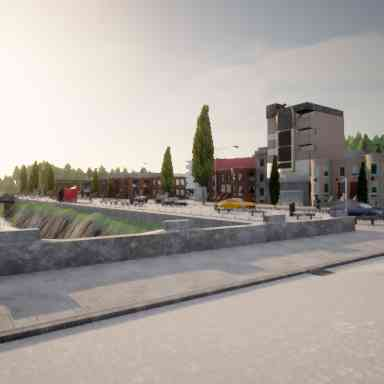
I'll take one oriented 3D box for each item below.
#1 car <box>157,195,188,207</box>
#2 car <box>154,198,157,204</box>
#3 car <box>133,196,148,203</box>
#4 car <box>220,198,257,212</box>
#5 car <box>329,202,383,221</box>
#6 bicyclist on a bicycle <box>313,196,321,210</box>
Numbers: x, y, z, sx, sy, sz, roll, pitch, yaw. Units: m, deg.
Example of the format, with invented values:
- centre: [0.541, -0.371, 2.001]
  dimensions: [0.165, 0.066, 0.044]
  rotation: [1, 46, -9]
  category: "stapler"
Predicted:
- centre: [-2.732, 1.548, 50.061]
  dimensions: [2.033, 1.411, 5.357]
  rotation: [0, 0, -35]
  category: "car"
- centre: [-5.044, 1.352, 60.515]
  dimensions: [2.097, 1.767, 4.553]
  rotation: [0, 0, -36]
  category: "car"
- centre: [-10.772, 1.526, 68.555]
  dimensions: [1.812, 1.442, 4.674]
  rotation: [0, 0, -36]
  category: "car"
- centre: [5.315, 1.478, 38.715]
  dimensions: [1.882, 1.535, 5.008]
  rotation: [0, 0, -35]
  category: "car"
- centre: [13.548, 1.526, 27.127]
  dimensions: [1.812, 1.442, 4.674]
  rotation: [0, 0, -35]
  category: "car"
- centre: [14.931, 1.349, 39.684]
  dimensions: [1.656, 1.620, 0.582]
  rotation: [0, 0, -35]
  category: "bicyclist on a bicycle"
